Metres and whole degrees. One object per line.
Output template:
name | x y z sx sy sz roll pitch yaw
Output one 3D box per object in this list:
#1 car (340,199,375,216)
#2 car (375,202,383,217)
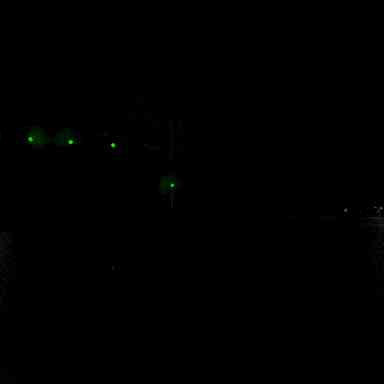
car | 16.642 1.492 32.720 4.902 1.511 2.128 0 0 -31
car | 19.050 1.526 30.082 4.674 1.442 1.812 0 0 -31
